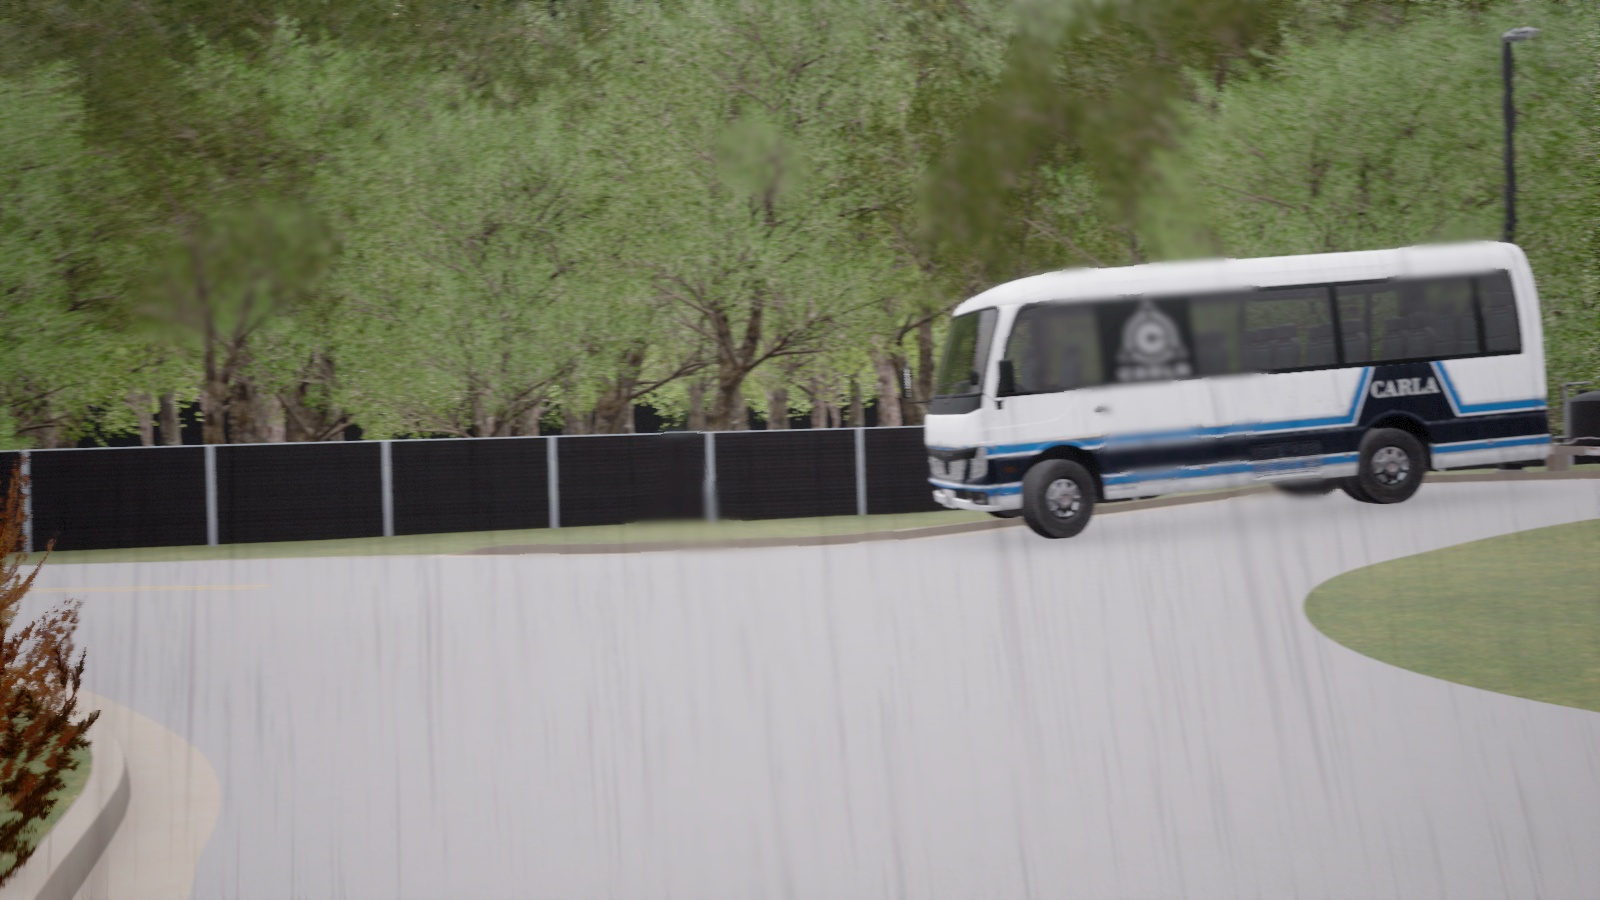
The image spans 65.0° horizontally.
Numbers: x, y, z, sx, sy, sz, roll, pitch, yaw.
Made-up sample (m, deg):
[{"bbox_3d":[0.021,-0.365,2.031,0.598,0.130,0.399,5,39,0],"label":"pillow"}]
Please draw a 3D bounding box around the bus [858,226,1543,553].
[{"bbox_3d":[6.598,-1.090,21.597,10.273,4.253,3.944,-5,2,-9],"label":"bus"}]
